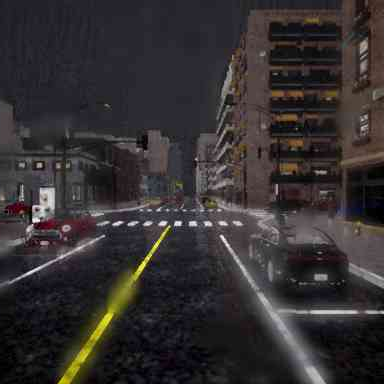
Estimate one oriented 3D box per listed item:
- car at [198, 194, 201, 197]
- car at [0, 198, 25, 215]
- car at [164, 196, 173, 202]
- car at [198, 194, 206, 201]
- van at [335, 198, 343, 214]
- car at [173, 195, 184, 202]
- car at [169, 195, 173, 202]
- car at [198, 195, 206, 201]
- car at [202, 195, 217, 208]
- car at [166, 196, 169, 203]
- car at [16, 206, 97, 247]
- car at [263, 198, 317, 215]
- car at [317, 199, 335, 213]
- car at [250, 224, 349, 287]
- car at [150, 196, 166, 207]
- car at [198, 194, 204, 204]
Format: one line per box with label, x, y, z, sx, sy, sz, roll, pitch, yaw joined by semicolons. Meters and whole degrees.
car;2.695;1.641;81.464;2.008;1.369;4.403;0;0;0
car;-17.087;1.558;33.839;4.181;1.385;1.994;0;0;0
car;-5.686;1.640;81.468;2.008;1.369;4.403;0;0;0
car;2.696;1.432;92.859;2.192;1.841;5.009;0;0;0
van;14.764;1.291;28.383;3.998;1.788;1.690;0;0;0
car;-3.000;1.557;80.120;1.882;1.535;5.008;0;0;0
car;-5.685;1.611;70.076;1.887;1.381;4.507;0;0;0
car;2.696;1.543;87.161;1.967;1.590;4.097;0;0;0
car;2.696;1.557;47.454;1.752;1.417;4.829;0;0;0
car;-5.685;1.592;58.682;1.887;1.381;4.507;0;0;0
car;-5.683;1.441;14.817;1.967;1.590;4.097;0;0;0
car;9.759;1.428;34.038;4.892;1.490;1.837;-1;0;0
car;14.721;1.461;36.763;4.097;1.590;1.967;0;0;0
car;2.696;1.550;9.132;2.008;1.369;4.403;0;0;0
car;-5.685;1.564;52.815;1.752;1.417;4.829;0;0;0
car;2.696;1.622;64.374;1.947;1.339;4.313;0;0;0
